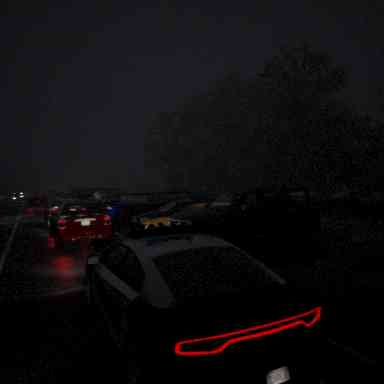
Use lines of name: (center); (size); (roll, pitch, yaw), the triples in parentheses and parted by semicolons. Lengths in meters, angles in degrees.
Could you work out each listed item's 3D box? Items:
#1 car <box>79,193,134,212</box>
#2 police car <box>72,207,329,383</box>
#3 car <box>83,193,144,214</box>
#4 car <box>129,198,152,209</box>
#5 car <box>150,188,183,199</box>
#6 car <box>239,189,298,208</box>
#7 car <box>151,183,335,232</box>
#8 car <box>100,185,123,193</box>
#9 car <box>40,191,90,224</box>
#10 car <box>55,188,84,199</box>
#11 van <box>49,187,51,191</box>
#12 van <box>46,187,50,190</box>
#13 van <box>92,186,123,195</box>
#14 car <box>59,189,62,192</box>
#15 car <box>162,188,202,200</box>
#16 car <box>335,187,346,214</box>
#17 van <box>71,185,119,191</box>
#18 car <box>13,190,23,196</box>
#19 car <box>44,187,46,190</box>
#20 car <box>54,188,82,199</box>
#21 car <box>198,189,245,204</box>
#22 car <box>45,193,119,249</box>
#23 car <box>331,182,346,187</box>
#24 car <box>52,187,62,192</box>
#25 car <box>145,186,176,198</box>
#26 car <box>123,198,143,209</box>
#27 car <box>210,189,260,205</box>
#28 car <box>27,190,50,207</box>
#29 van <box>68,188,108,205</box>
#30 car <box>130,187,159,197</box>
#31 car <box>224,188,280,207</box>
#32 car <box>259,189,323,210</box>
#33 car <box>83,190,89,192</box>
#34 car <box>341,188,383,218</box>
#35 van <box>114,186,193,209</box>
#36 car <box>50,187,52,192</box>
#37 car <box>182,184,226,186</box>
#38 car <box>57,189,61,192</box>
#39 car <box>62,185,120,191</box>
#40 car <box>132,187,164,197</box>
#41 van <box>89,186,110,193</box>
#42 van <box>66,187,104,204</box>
car: (-8.095, 0.953, 31.428); (4.674, 1.452, 2.002); (-2, 2, -26)
police car: (-0.431, 1.300, 5.084); (1.930, 1.638, 5.238); (-2, 2, -26)
car: (-6.826, 0.979, 28.923); (4.792, 1.488, 2.163); (-2, 2, -26)
car: (0.413, 1.122, 13.738); (5.366, 1.575, 1.946); (-2, 2, -26)
car: (-4.038, 0.189, 52.706); (4.792, 1.488, 2.163); (-2, 2, -26)
car: (7.025, 0.533, 30.305); (5.008, 1.535, 2.097); (-2, 2, -26)
car: (1.785, 0.894, 11.286); (5.566, 2.045, 2.435); (-2, 2, -26)
car: (-21.278, -0.760, 87.665); (5.566, 2.045, 2.435); (-2, 2, -26)
car: (-7.431, 1.058, 19.337); (2.097, 1.767, 4.553); (-2, 2, -26)
car: (-21.755, 0.274, 59.069); (4.553, 1.767, 2.185); (-2, 2, -26)
van: (-25.551, 0.033, 66.571); (4.442, 1.987, 1.878); (-2, 2, -26)
van: (-30.507, -0.160, 76.627); (4.442, 1.987, 1.878); (-2, 2, -26)
van: (-4.487, 0.791, 23.825); (4.442, 1.987, 1.878); (-2, 2, -26)
car: (-15.535, 0.640, 46.514); (4.892, 1.521, 2.231); (-2, 2, -26)
car: (-1.392, 0.244, 47.821); (5.366, 1.575, 1.946); (-2, 2, -26)
car: (10.714, 0.612, 22.838); (5.008, 1.535, 2.097); (-2, 2, -26)
van: (-10.474, 0.600, 36.506); (4.442, 1.987, 1.878); (-2, 2, -26)
car: (-42.475, 0.263, 81.137); (1.837, 1.490, 4.892); (-2, 2, -26)
car: (-32.709, -0.044, 81.796); (5.366, 1.575, 1.946); (-2, 2, -26)
car: (-22.994, 0.226, 61.583); (4.553, 1.767, 2.185); (-2, 2, -26)
car: (3.374, 0.460, 37.795); (4.792, 1.488, 2.163); (-2, 2, -26)
car: (-4.784, 1.125, 13.944); (2.097, 1.767, 4.553); (-2, 2, -26)
car: (9.450, 0.337, 25.307); (5.566, 2.045, 2.435); (-2, 2, -26)
car: (-19.278, 0.244, 54.038); (5.566, 2.045, 2.435); (-2, 2, -26)
car: (-5.216, -0.016, 55.219); (4.553, 1.767, 2.185); (-2, 2, -26)
car: (-0.656, 1.132, 16.337); (4.674, 1.452, 2.002); (-2, 2, -26)
car: (4.552, 0.502, 35.273); (4.792, 1.488, 2.163); (-2, 2, -26)
car: (-18.137, 0.921, 39.003); (1.882, 1.535, 5.008); (-2, 2, -26)
van: (-12.952, 0.505, 41.532); (4.442, 1.987, 1.878); (-2, 2, -26)
car: (-8.916, -0.031, 62.679); (4.892, 1.521, 2.231); (-2, 2, -26)
car: (5.968, 0.492, 32.880); (5.366, 1.575, 1.946); (-2, 2, -26)
car: (8.252, 0.562, 27.812); (4.892, 1.521, 2.231); (-2, 2, -26)
car: (-9.327, 0.873, 33.945); (4.892, 1.521, 2.231); (-2, 2, -26)
car: (11.940, 0.638, 20.348); (5.008, 1.535, 2.097); (-2, 2, -26)
van: (-1.799, 0.836, 18.895); (4.442, 1.987, 1.878); (-2, 2, -26)
car: (-20.517, 0.196, 56.552); (5.566, 2.045, 2.435); (-2, 2, -26)
car: (2.090, 0.141, 40.250); (5.566, 2.045, 2.435); (-2, 2, -26)
car: (-18.008, 0.582, 51.544); (4.674, 1.452, 2.002); (-2, 2, -26)
car: (-11.843, 0.532, 38.953); (5.566, 2.045, 2.435); (-2, 2, -26)
car: (-7.860, 0.019, 60.105); (5.366, 1.575, 1.946); (-2, 2, -26)
van: (-5.516, 0.752, 26.441); (4.442, 1.987, 1.878); (-2, 2, -26)
van: (-14.191, 0.457, 44.046); (4.442, 1.987, 1.878); (-2, 2, -26)
